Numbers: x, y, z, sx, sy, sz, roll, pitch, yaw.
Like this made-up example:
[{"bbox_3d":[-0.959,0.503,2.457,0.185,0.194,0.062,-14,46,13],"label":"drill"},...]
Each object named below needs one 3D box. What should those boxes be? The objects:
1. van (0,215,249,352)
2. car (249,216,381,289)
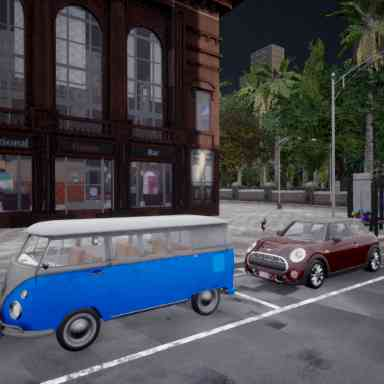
[{"bbox_3d":[-1.077,1.341,5.893,3.998,1.788,1.690,0,0,-36],"label":"van"},{"bbox_3d":[3.324,1.439,9.067,4.097,1.590,1.967,0,0,-36],"label":"car"}]
